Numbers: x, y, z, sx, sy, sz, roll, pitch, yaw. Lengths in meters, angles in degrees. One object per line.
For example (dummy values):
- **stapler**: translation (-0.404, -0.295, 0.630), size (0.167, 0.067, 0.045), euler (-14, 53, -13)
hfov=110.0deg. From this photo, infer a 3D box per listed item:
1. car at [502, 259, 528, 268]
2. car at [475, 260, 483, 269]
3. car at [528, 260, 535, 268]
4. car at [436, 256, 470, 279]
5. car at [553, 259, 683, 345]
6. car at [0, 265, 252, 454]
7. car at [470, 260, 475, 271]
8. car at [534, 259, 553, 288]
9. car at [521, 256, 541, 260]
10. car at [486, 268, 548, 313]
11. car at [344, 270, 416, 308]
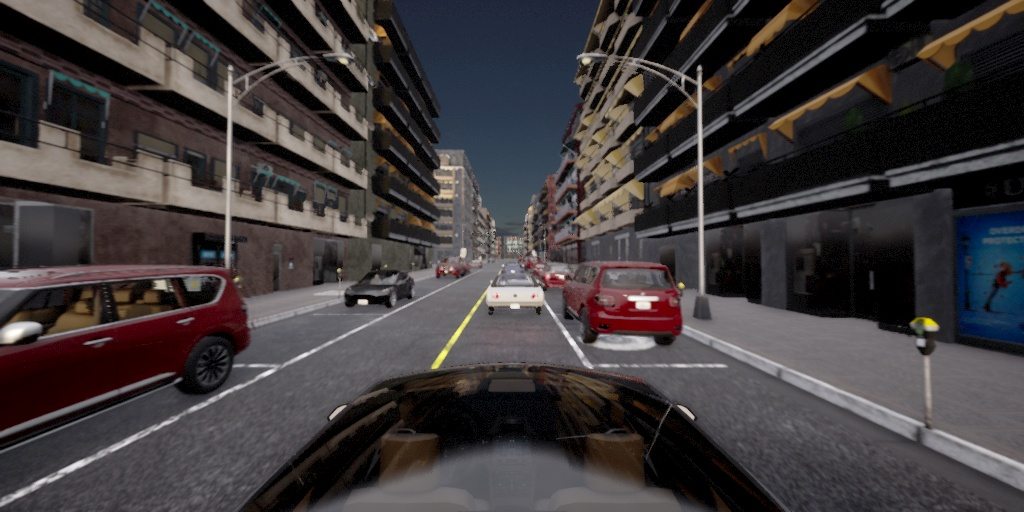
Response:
- **car**: translation (0.093, 1.210, 30.848), size (1.994, 1.385, 4.181), euler (0, 0, 0)
- **car**: translation (-5.330, 1.184, 53.674), size (1.802, 1.307, 4.207), euler (0, 0, 0)
- **car**: translation (2.525, 1.226, 31.497), size (1.802, 1.307, 4.207), euler (0, 0, 0)
- **car**: translation (-5.323, 0.959, 31.549), size (2.192, 1.841, 5.009), euler (0, 0, 0)
- **car**: translation (2.532, 1.032, 9.372), size (2.192, 1.841, 5.009), euler (0, 0, 0)
- **car**: translation (-5.315, 1.055, 3.899), size (2.192, 1.841, 5.009), euler (0, 0, 0)
- **car**: translation (-5.325, 1.176, 37.081), size (1.888, 1.381, 4.507), euler (0, 0, 0)
- **car**: translation (2.528, 1.117, 20.434), size (1.967, 1.591, 4.097), euler (0, 0, 0)
- **car**: translation (2.522, 0.934, 42.559), size (2.192, 1.841, 5.009), euler (0, 0, 0)
- **car**: translation (0.098, 1.302, 13.623), size (1.895, 1.301, 4.718), euler (0, 0, 0)
- **car**: translation (-5.318, 1.262, 14.961), size (1.948, 1.339, 4.313), euler (0, 0, 0)
